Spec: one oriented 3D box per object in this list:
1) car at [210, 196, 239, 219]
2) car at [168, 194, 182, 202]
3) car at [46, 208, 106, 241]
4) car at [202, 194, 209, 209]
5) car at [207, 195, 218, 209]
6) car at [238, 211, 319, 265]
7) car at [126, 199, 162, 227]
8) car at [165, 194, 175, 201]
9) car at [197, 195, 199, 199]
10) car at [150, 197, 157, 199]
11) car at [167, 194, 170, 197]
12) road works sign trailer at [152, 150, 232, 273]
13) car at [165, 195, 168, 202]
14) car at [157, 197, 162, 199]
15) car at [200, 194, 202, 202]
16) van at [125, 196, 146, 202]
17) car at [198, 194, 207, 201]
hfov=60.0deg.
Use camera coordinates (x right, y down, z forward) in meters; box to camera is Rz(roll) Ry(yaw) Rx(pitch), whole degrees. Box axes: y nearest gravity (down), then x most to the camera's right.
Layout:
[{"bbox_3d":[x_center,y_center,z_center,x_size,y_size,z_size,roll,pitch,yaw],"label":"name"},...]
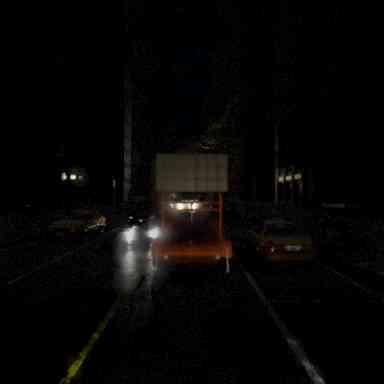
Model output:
[{"bbox_3d":[2.857,1.417,28.279,1.967,1.590,4.097,0,0,0],"label":"car"},{"bbox_3d":[-3.032,1.612,64.428,1.895,1.301,4.718,0,0,1],"label":"car"},{"bbox_3d":[-5.668,1.510,16.808,1.752,1.417,4.829,0,0,1],"label":"car"},{"bbox_3d":[2.855,1.300,45.197,2.192,1.841,5.009,0,0,0],"label":"car"},{"bbox_3d":[2.857,1.417,33.917,1.967,1.590,4.097,0,0,0],"label":"car"},{"bbox_3d":[2.866,1.515,11.563,1.752,1.417,4.829,0,0,1],"label":"car"},{"bbox_3d":[-3.101,1.484,22.550,1.837,1.490,4.892,0,0,0],"label":"car"},{"bbox_3d":[-5.674,1.369,84.682,2.192,1.841,5.009,0,0,0],"label":"car"},{"bbox_3d":[2.852,1.619,79.034,1.802,1.307,4.206,0,0,0],"label":"car"},{"bbox_3d":[-5.669,1.545,39.571,1.947,1.339,4.313,0,0,0],"label":"car"},{"bbox_3d":[-5.672,1.598,67.766,1.802,1.307,4.206,0,0,0],"label":"car"},{"bbox_3d":[0.000,0.455,10.671,2.380,3.560,2.880,0,0,0],"label":"road works sign trailer"},{"bbox_3d":[-5.671,1.545,56.488,1.887,1.381,4.507,0,0,0],"label":"car"},{"bbox_3d":[-5.670,1.432,50.849,1.967,1.590,4.097,0,0,0],"label":"car"},{"bbox_3d":[2.855,1.307,50.836,2.192,1.841,5.009,0,0,0],"label":"car"},{"bbox_3d":[-5.668,1.318,33.932,1.690,1.788,3.998,0,0,0],"label":"van"},{"bbox_3d":[2.851,1.388,90.313,2.192,1.841,5.009,0,0,0],"label":"car"}]
